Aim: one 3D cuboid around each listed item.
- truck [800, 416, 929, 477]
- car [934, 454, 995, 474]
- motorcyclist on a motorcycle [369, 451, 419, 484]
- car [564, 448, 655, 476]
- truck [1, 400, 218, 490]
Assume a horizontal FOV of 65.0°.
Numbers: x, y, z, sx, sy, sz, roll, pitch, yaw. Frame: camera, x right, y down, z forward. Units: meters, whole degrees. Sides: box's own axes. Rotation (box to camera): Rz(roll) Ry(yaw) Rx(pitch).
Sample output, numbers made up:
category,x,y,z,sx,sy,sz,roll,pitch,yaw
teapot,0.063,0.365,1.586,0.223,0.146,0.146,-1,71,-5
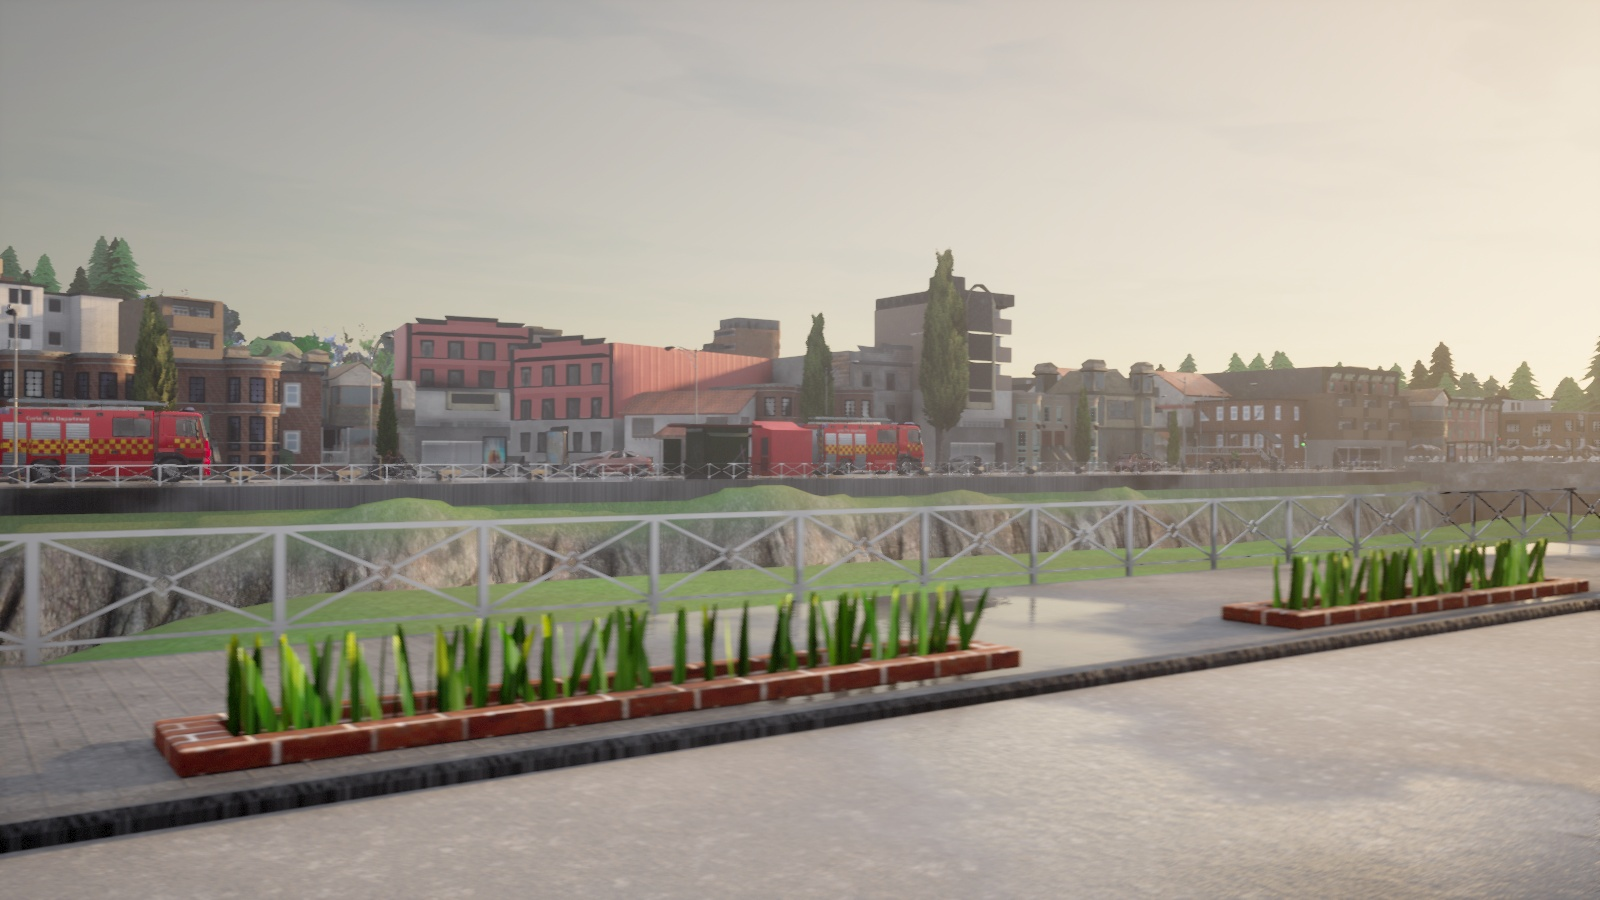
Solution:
category,x,y,z,sx,sy,sz,roll,pitch,yaw
truck,4.325,-0.227,82.469,8.468,3.827,2.891,0,0,-35
car,12.152,1.011,92.792,4.181,1.385,1.994,0,0,-35
motorcyclist on a motorcycle,-20.971,0.898,64.844,2.350,1.649,0.766,0,0,-35
car,-11.575,0.735,76.267,5.027,1.651,2.152,0,0,-35
truck,-31.516,-0.212,57.504,8.468,3.827,2.891,0,0,-35
